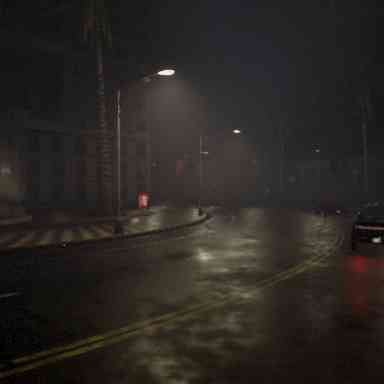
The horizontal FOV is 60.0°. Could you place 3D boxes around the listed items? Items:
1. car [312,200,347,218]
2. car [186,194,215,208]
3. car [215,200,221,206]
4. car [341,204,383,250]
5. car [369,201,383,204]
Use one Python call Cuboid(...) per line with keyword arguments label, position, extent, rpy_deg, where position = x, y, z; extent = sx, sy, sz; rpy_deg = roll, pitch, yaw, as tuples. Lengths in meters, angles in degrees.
Cuboid(label="car", position=(12.478, 1.495, 30.319), extent=(1.882, 1.535, 5.008), rpy_deg=(0, 0, 5))
Cuboid(label="car", position=(0.827, 1.356, 52.521), extent=(2.150, 2.045, 5.566), rpy_deg=(0, 0, -27))
Cuboid(label="car", position=(2.809, 1.680, 56.360), extent=(2.033, 1.411, 5.357), rpy_deg=(0, 0, -27))
Cuboid(label="car", position=(7.747, 1.491, 13.866), extent=(2.128, 1.511, 4.902), rpy_deg=(0, 0, 30))
Cuboid(label="car", position=(15.712, 1.487, 27.732), extent=(2.128, 1.511, 4.902), rpy_deg=(0, 0, 7))
